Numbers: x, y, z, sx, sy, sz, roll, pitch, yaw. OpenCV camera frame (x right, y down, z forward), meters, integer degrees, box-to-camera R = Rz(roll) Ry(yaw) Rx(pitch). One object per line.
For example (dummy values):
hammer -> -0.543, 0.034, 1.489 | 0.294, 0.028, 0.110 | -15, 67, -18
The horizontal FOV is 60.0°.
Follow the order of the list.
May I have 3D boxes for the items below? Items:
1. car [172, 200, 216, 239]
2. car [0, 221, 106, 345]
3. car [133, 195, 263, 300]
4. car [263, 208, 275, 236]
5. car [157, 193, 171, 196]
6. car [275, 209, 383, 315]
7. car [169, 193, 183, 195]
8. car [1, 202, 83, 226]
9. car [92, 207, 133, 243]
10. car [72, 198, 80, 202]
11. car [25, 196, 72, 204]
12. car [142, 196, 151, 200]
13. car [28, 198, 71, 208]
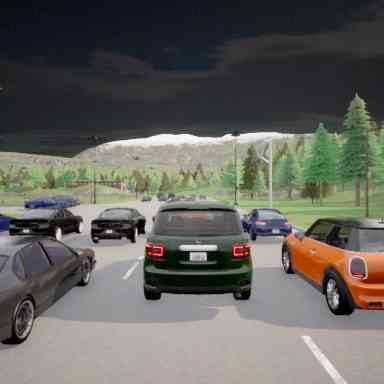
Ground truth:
car -> 0.111, 1.352, 18.024 | 2.097, 1.767, 4.553 | 0, 0, 0
car -> -3.399, 1.547, 6.305 | 2.033, 1.411, 5.357 | 0, 0, 0
car -> 0.108, 1.221, 8.502 | 2.150, 2.045, 5.566 | 0, 0, 0
car -> 3.612, 1.526, 16.603 | 1.812, 1.442, 4.674 | 0, 0, 0
car -> -6.951, 1.540, 81.009 | 2.033, 1.411, 5.357 | 0, 0, 0
car -> 3.601, 1.352, 7.703 | 2.097, 1.767, 4.553 | 0, 0, 0
car -> -3.473, 1.554, 74.301 | 1.994, 1.385, 4.181 | 0, 0, 0
car -> -6.890, 1.478, 16.303 | 1.882, 1.535, 5.008 | 0, 0, 0
car -> -3.391, 1.478, 16.132 | 1.882, 1.535, 5.008 | 0, 0, 0
car -> -18.311, 1.548, 44.563 | 5.357, 1.411, 2.033 | 0, 0, -10
car -> -17.894, 1.478, 40.999 | 5.008, 1.535, 1.882 | 0, 0, -9
car -> -10.454, 1.553, 77.814 | 1.994, 1.385, 4.181 | 0, 0, 0
car -> -20.304, 1.548, 47.645 | 5.357, 1.411, 2.033 | 0, 0, -5
